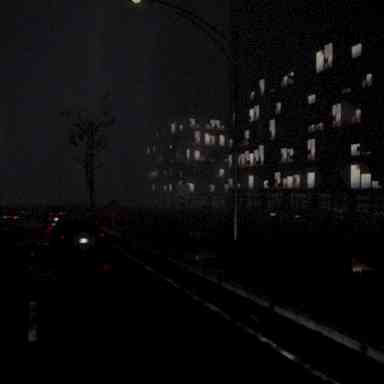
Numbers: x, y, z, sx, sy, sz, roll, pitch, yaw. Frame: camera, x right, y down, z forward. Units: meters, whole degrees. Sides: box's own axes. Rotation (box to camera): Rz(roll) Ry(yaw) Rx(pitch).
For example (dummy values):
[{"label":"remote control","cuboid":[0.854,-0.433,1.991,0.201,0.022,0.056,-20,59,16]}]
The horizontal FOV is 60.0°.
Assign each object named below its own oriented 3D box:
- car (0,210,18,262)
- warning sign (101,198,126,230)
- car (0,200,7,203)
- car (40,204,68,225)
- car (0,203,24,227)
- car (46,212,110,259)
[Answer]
[{"label":"car","cuboid":[-7.597,1.631,12.127,1.837,1.490,4.892,0,0,-25]},{"label":"warning sign","cuboid":[-4.851,1.326,20.496,1.300,1.860,1.060,1,0,-26]},{"label":"car","cuboid":[-32.653,2.098,56.664,1.812,1.442,4.674,0,-1,-25]},{"label":"car","cuboid":[-11.165,1.783,27.055,1.837,1.490,4.892,0,0,-25]},{"label":"car","cuboid":[-13.682,1.799,24.769,2.033,1.411,5.357,0,-1,-26]},{"label":"car","cuboid":[-4.664,1.704,13.530,1.994,1.385,4.181,0,-1,-25]}]
